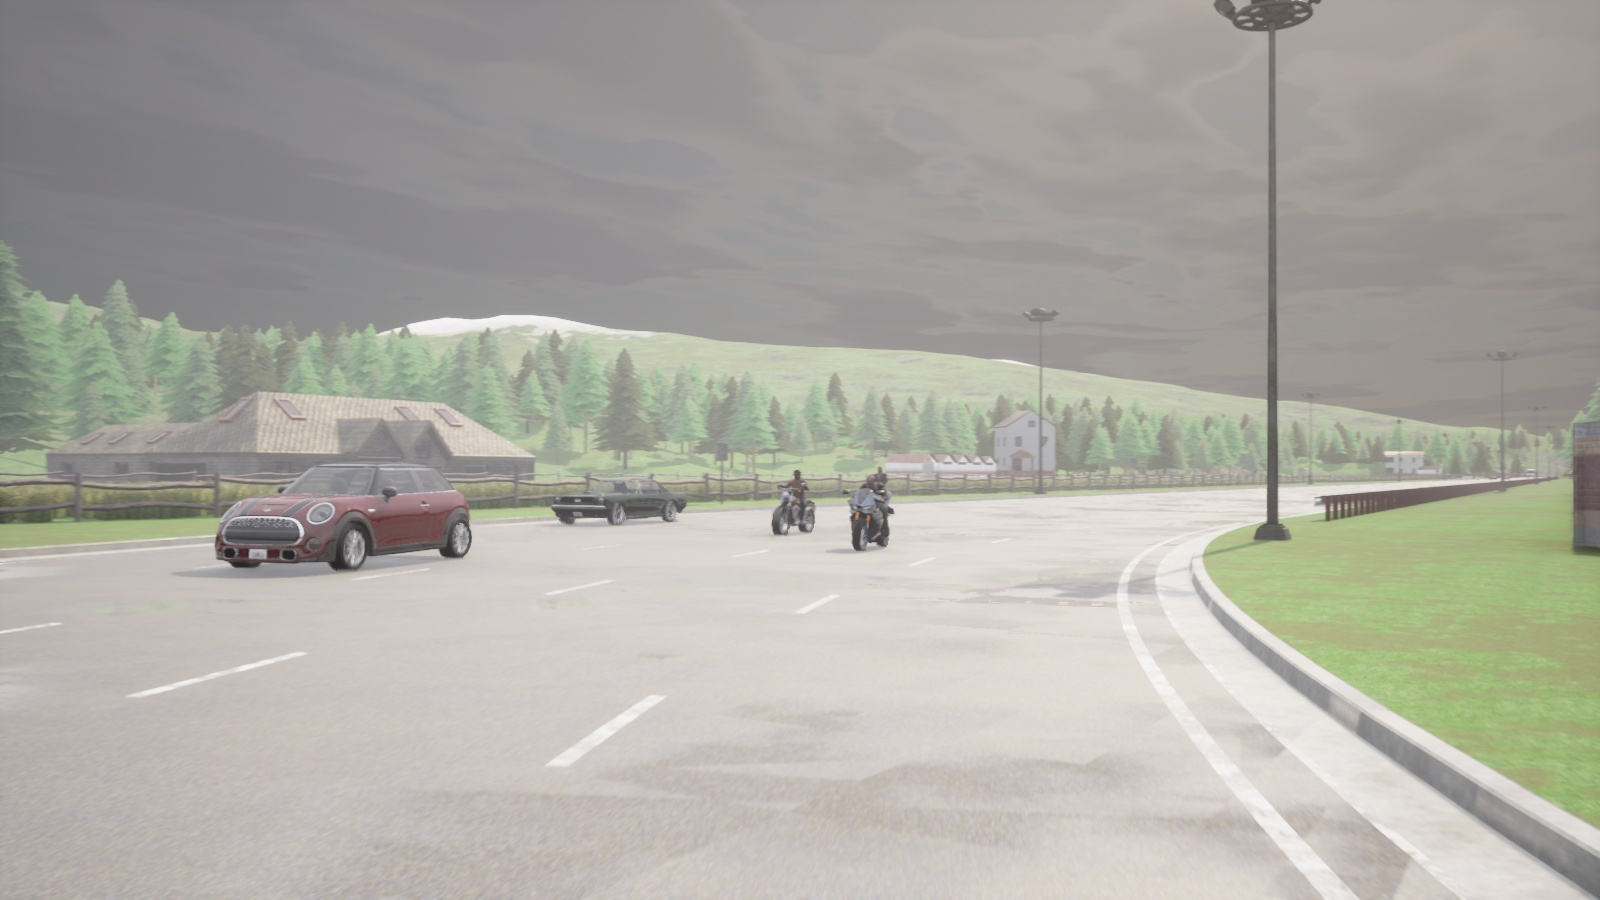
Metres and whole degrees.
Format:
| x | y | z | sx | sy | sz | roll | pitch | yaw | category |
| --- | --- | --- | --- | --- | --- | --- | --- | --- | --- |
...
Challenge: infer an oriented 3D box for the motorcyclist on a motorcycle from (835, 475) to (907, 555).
| x | y | z | sx | sy | sz | roll | pitch | yaw | category |
| --- | --- | --- | --- | --- | --- | --- | --- | --- | --- |
| 1.455 | 1.268 | 25.197 | 0.866 | 1.530 | 2.191 | 0 | -1 | 20 | motorcyclist on a motorcycle |

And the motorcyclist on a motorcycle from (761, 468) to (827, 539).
| x | y | z | sx | sy | sz | roll | pitch | yaw | category |
| --- | --- | --- | --- | --- | --- | --- | --- | --- | --- |
| -0.132 | 1.282 | 30.811 | 0.766 | 1.649 | 2.350 | 0 | -1 | 22 | motorcyclist on a motorcycle |

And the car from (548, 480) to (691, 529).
| x | y | z | sx | sy | sz | roll | pitch | yaw | category |
| --- | --- | --- | --- | --- | --- | --- | --- | --- | --- |
| -5.194 | 1.546 | 36.783 | 1.895 | 1.301 | 4.718 | -1 | -1 | 25 | car |

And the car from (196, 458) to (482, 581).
| x | y | z | sx | sy | sz | roll | pitch | yaw | category |
| --- | --- | --- | --- | --- | --- | --- | --- | --- | --- |
| -7.304 | 1.037 | 20.504 | 2.097 | 1.767 | 4.553 | 0 | -1 | 16 | car |
